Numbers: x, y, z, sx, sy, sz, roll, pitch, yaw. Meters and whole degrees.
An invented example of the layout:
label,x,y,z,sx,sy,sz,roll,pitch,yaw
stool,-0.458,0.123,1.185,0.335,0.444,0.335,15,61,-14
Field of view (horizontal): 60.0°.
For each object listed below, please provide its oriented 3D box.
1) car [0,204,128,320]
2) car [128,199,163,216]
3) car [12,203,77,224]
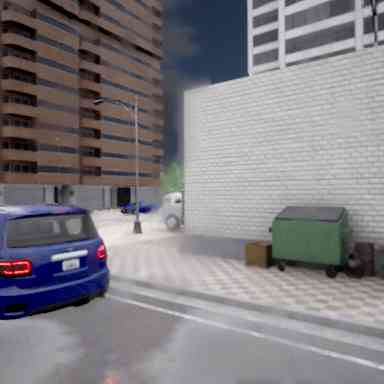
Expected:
label,x,y,z,sx,sy,sz,roll,pitch,yaw
car,-4.126,1.288,6.925,5.566,2.045,2.150,-1,0,36
car,-5.985,1.779,38.112,1.882,1.535,5.008,-1,0,36
car,-12.639,1.806,28.804,1.837,1.490,4.892,-1,0,35
